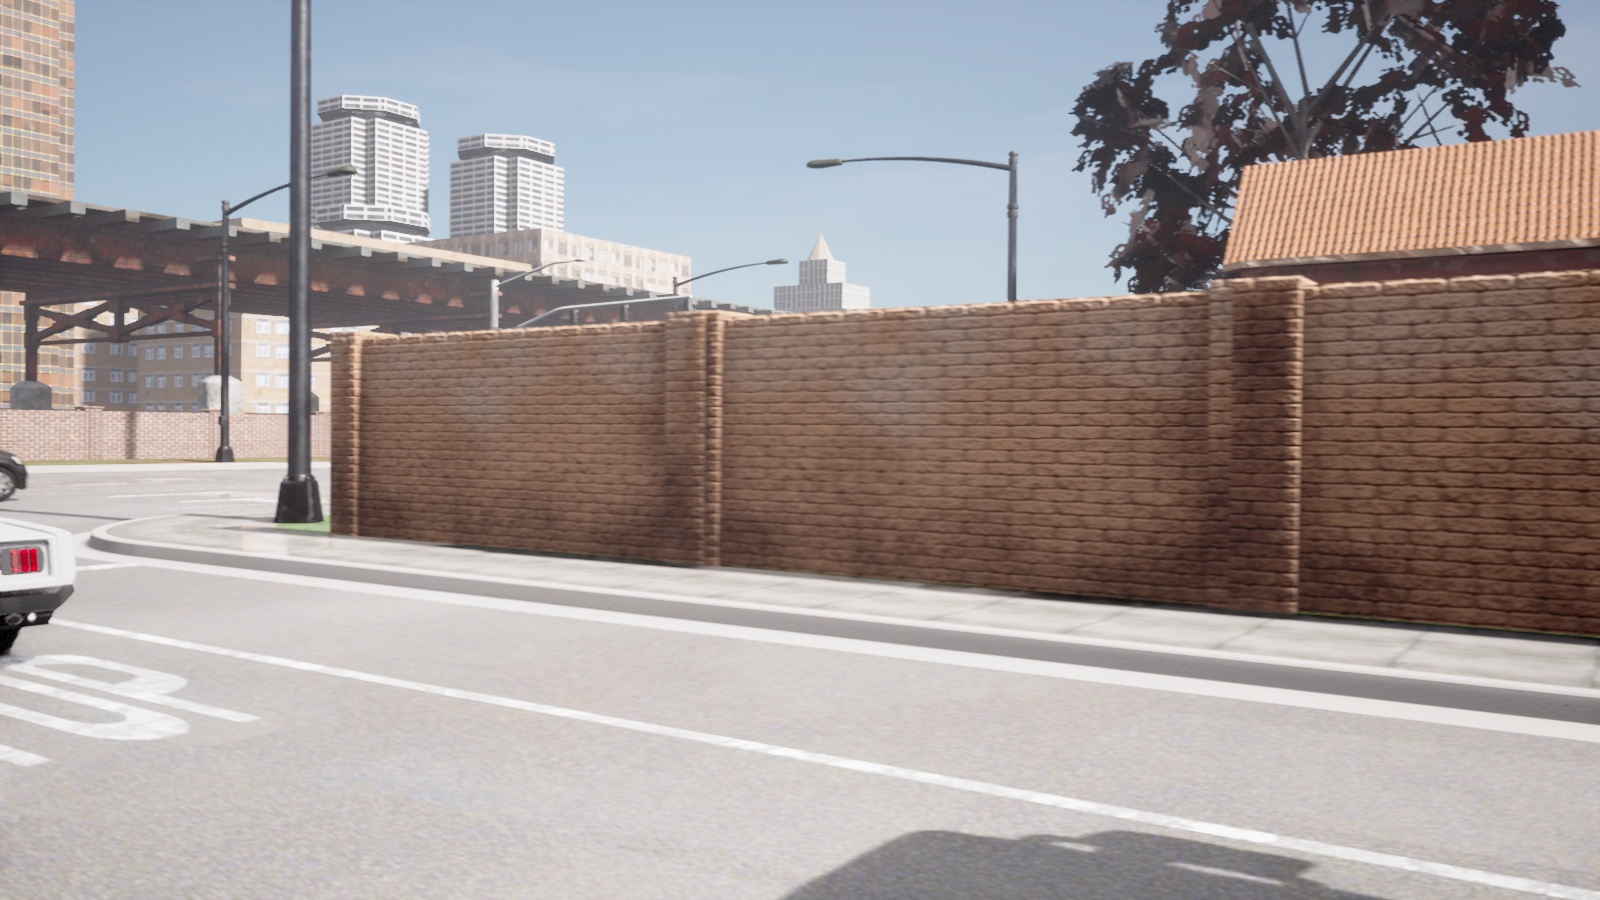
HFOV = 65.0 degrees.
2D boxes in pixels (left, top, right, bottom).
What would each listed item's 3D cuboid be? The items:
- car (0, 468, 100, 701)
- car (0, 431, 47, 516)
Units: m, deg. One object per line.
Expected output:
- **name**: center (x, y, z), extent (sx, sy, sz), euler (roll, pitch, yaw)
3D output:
- **car**: center (-6.727, 0.782, 8.095), extent (4.718, 1.301, 1.895), euler (0, 1, 34)
- **car**: center (-16.656, 0.460, 23.494), extent (1.851, 1.617, 3.988), euler (0, 1, 33)
